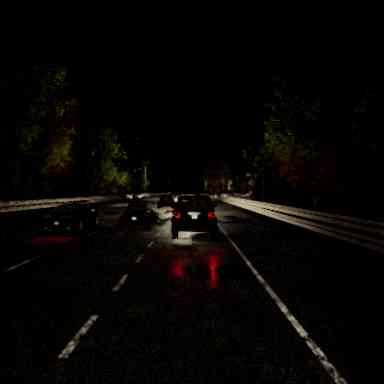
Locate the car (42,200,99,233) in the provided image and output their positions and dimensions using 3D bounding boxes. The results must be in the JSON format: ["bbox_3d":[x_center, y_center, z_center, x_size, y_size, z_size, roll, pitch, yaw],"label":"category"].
[{"bbox_3d":[-6.884,1.422,19.363,1.882,1.535,5.008,0,0,0],"label":"car"}]

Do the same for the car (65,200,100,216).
[{"bbox_3d":[-10.371,1.475,31.785,1.994,1.385,4.181,0,0,0],"label":"car"}]

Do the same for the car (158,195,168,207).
[{"bbox_3d":[-3.358,1.231,44.545,2.097,1.767,4.553,0,0,0],"label":"car"}]

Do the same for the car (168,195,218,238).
[{"bbox_3d":[0.115,1.174,17.374,2.150,2.045,5.566,0,0,0],"label":"car"}]

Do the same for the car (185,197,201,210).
[{"bbox_3d":[0.140,1.432,43.143,2.033,1.411,5.357,0,0,0],"label":"car"}]

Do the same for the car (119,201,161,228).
[{"bbox_3d":[-3.381,1.504,21.485,1.994,1.385,4.181,0,0,0],"label":"car"}]

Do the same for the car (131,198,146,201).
[{"bbox_3d":[-6.861,1.431,42.537,2.033,1.411,5.357,0,0,0],"label":"car"}]
